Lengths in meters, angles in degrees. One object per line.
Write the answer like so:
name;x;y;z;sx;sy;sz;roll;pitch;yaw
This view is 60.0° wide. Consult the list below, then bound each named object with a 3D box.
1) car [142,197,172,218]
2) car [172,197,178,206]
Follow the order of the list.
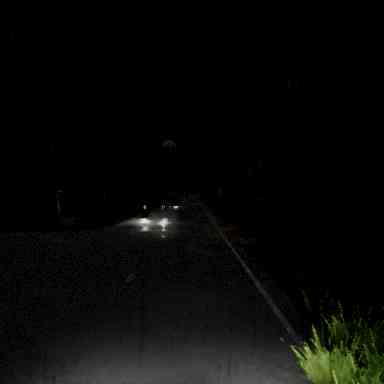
car;-3.198;1.310;29.899;2.097;1.767;4.553;0;0;0
car;-3.197;1.489;54.132;2.033;1.411;5.357;0;0;0
